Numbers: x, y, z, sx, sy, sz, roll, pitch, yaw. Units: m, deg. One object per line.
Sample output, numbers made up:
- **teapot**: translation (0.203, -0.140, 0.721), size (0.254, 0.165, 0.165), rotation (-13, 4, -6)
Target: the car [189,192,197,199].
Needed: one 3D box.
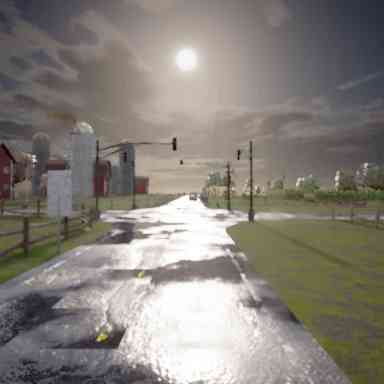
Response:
- **car**: translation (0.303, 1.006, 94.679), size (2.150, 2.045, 5.566), rotation (0, 0, 0)

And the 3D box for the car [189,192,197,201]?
- **car**: translation (0.251, 1.465, 84.226), size (2.128, 1.511, 4.902), rotation (0, 0, 0)
